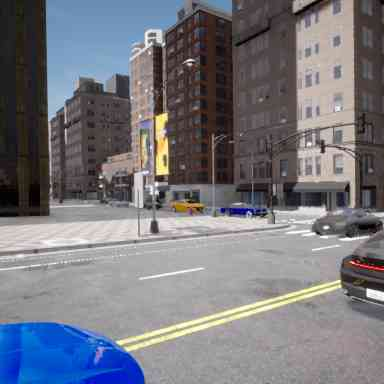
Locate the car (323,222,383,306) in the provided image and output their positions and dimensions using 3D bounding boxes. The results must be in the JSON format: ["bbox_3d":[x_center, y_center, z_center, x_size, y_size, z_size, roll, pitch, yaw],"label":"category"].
[{"bbox_3d":[5.095,1.504,7.079,4.892,1.490,1.837,0,0,-36],"label":"car"}]

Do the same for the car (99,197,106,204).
[{"bbox_3d":[-17.217,1.740,67.568,2.033,1.411,5.357,-1,0,-35],"label":"car"}]

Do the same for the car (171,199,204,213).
[{"bbox_3d":[-0.556,1.602,38.357,1.882,1.535,5.008,-1,0,-35],"label":"car"}]

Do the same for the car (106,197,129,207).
[{"bbox_3d":[-11.980,1.795,54.650,1.895,1.301,4.718,-1,0,-35],"label":"car"}]

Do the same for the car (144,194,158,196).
[{"bbox_3d":[-7.304,1.351,53.489,2.150,2.045,5.566,-1,1,-35],"label":"car"}]

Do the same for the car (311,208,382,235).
[{"bbox_3d":[8.214,1.565,17.530,4.181,1.385,1.994,0,0,-36],"label":"car"}]

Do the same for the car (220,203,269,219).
[{"bbox_3d":[4.798,1.694,30.753,1.895,1.301,4.718,-1,0,-35],"label":"car"}]

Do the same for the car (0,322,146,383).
[{"bbox_3d":[-2.596,1.478,1.590,5.008,1.535,1.882,0,0,-35],"label":"car"}]

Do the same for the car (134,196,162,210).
[{"bbox_3d":[-6.241,1.706,46.440,2.033,1.411,5.357,-1,0,-35],"label":"car"}]
